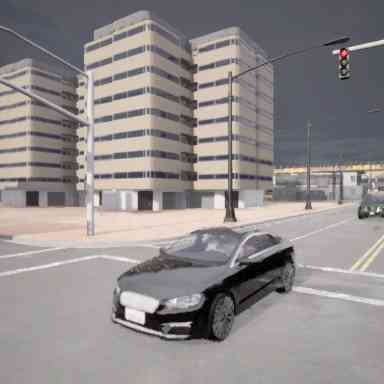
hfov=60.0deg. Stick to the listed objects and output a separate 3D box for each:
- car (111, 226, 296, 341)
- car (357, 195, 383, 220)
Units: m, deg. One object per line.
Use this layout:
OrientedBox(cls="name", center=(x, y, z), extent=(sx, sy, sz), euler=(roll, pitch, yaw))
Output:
OrientedBox(cls="car", center=(0.598, 1.497, 6.735), extent=(2.128, 1.511, 4.902), euler=(0, 0, 35))
OrientedBox(cls="car", center=(15.123, 1.240, 27.265), extent=(2.150, 2.045, 5.566), euler=(0, 0, 35))
